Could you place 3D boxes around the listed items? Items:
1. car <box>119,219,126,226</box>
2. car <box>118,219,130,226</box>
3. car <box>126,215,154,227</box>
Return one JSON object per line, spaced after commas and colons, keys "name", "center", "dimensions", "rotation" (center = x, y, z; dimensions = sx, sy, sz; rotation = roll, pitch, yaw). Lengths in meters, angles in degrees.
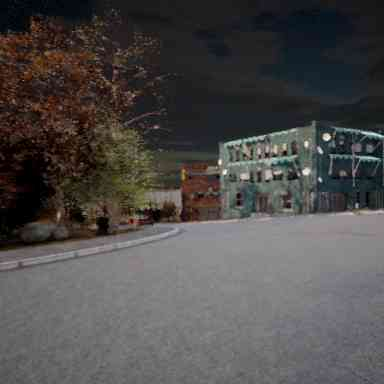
{"name": "car", "center": [-11.584, 5.049, 54.907], "dimensions": [1.895, 1.301, 4.718], "rotation": [-1, -5, -16]}
{"name": "car", "center": [-14.200, 6.357, 69.433], "dimensions": [1.895, 1.301, 4.718], "rotation": [-1, -5, -3]}
{"name": "car", "center": [-6.473, 3.675, 42.499], "dimensions": [1.882, 1.535, 5.008], "rotation": [-1, -5, -28]}
